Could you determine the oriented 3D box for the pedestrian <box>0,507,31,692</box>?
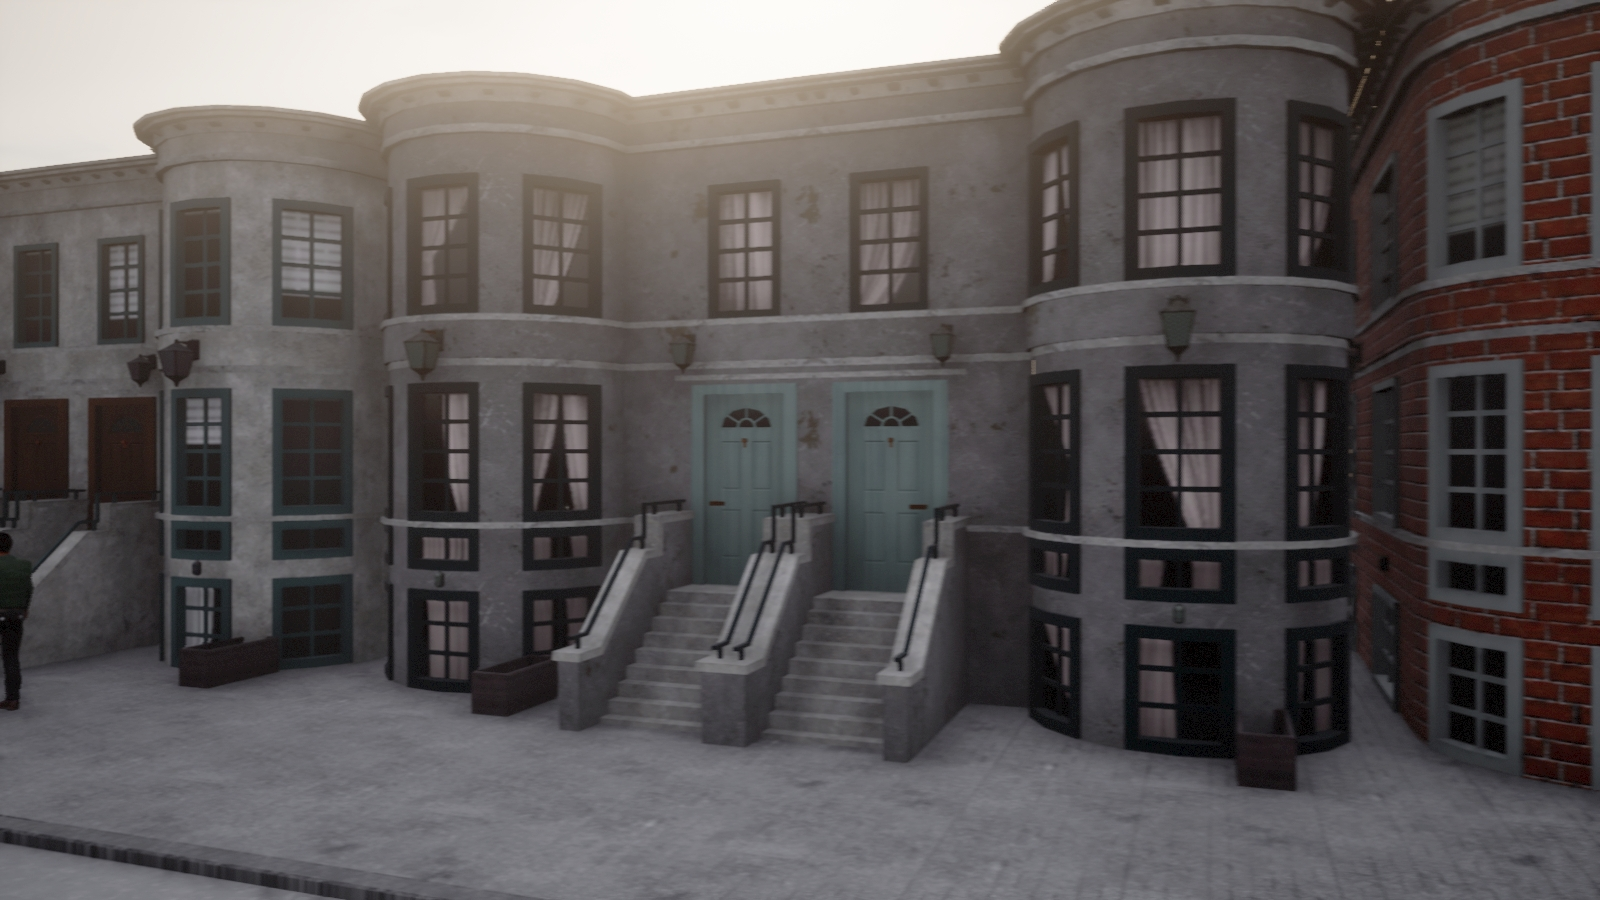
[{"bbox_3d":[-8.235,1.525,11.782,0.375,1.860,0.375,0,0,29],"label":"pedestrian"}]
